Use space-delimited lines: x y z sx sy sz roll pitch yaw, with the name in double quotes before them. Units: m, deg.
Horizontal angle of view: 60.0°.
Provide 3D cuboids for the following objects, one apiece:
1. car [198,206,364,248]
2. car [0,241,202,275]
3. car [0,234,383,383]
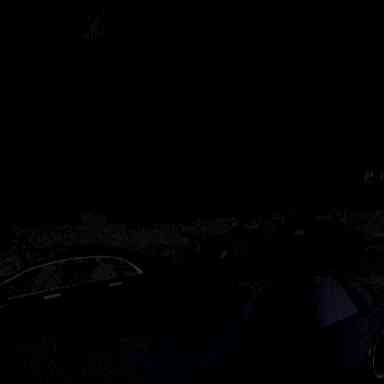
"car" 2.318 1.305 8.291 5.009 1.841 2.192 0 0 -35
"car" -2.252 1.550 5.039 4.403 1.369 2.008 0 0 -35
"car" 0.649 1.543 3.838 5.357 1.411 2.033 0 0 -36
